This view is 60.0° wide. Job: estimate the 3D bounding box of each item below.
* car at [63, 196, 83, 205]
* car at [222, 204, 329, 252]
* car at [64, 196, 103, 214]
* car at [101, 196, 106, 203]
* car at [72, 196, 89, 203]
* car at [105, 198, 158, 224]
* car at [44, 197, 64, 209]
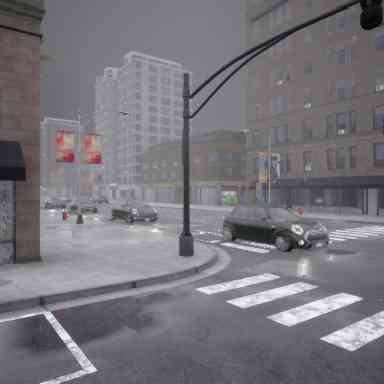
[{"bbox_3d":[-21.393,1.450,59.649,2.033,1.411,5.357,0,0,-36],"label":"car"},{"bbox_3d":[3.343,1.341,13.984,2.097,1.767,4.553,0,0,-36],"label":"car"},{"bbox_3d":[-11.179,1.459,34.081,1.837,1.490,4.892,0,0,-36],"label":"car"},{"bbox_3d":[-16.144,1.411,57.919,1.837,1.490,4.892,0,0,-36],"label":"car"},{"bbox_3d":[-22.228,1.452,66.335,1.994,1.385,4.181,0,0,-36],"label":"car"},{"bbox_3d":[-4.374,1.321,24.659,2.097,1.767,4.553,0,0,-36],"label":"car"},{"bbox_3d":[-17.939,1.441,43.498,1.837,1.490,4.892,0,0,-35],"label":"car"}]
